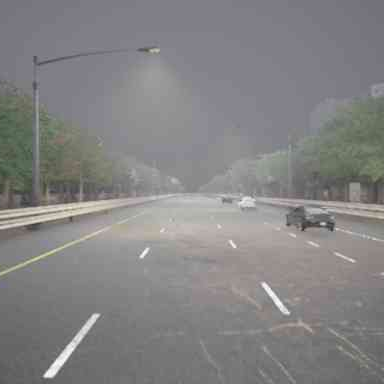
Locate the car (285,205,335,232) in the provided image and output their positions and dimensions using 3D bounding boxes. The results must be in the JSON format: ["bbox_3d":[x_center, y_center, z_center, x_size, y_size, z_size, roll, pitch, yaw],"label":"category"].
[{"bbox_3d":[7.003,1.536,20.059,1.812,1.442,4.674,0,0,0],"label":"car"}]

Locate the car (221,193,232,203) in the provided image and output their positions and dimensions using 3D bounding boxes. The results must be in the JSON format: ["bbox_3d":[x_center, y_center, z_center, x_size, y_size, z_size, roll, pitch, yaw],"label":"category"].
[{"bbox_3d":[7.026,1.513,68.192,1.882,1.535,5.008,0,0,0],"label":"car"}]

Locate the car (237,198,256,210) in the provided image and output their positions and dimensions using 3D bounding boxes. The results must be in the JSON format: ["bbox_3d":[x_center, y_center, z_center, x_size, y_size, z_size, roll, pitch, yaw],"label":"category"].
[{"bbox_3d":[7.005,1.542,42.834,1.812,1.442,4.674,0,0,0],"label":"car"}]
